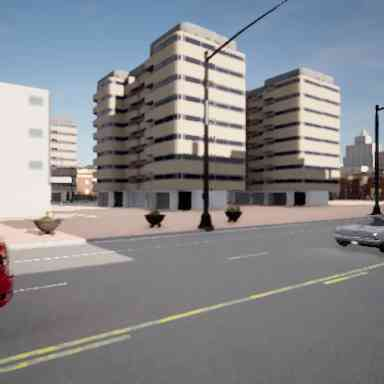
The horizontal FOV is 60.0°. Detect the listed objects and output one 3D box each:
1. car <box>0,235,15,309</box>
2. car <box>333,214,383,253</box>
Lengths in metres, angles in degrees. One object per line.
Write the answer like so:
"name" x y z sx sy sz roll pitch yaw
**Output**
"car" -5.490 1.214 4.385 5.566 2.045 2.150 0 0 -35
"car" 8.011 1.638 13.977 4.718 1.301 1.895 0 0 -35
